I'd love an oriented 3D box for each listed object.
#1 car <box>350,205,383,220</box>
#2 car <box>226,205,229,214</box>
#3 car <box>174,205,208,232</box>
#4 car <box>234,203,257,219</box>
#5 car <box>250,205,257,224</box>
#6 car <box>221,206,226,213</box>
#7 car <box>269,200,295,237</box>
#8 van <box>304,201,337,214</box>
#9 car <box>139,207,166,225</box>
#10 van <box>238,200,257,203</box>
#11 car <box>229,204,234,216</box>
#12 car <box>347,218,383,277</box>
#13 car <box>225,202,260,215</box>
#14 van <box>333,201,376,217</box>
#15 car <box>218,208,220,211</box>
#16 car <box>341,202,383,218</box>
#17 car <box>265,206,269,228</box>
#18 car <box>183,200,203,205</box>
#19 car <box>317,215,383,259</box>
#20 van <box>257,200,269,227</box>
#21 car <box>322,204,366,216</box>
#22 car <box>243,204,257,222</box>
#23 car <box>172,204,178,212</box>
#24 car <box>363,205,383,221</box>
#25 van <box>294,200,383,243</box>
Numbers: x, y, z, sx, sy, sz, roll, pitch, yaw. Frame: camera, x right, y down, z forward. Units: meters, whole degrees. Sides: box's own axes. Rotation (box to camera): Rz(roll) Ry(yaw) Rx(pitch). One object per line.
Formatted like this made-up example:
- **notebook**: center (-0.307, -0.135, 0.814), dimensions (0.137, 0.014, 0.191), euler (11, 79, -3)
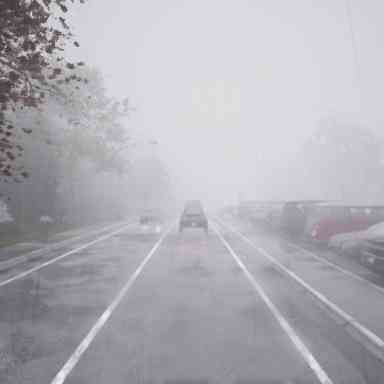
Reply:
- **car**: center (20.169, 2.164, 36.154), dimensions (5.008, 1.535, 2.097), euler (0, -2, 0)
- **car**: center (7.133, 2.343, 41.792), dimensions (4.792, 1.488, 2.163), euler (0, -2, 0)
- **car**: center (0.106, 1.860, 23.033), dimensions (2.128, 1.511, 4.902), euler (0, -1, 0)
- **car**: center (7.095, 2.095, 33.468), dimensions (5.008, 1.535, 2.097), euler (0, -2, 0)
- **car**: center (7.079, 1.916, 25.141), dimensions (4.674, 1.452, 2.002), euler (0, -2, 0)
- **car**: center (7.080, 2.135, 44.576), dimensions (5.566, 2.045, 2.435), euler (0, -2, 0)
- **car**: center (7.091, 1.421, 16.839), dimensions (5.566, 2.045, 2.435), euler (0, -1, 0)
- **van**: center (20.319, 2.399, 52.768), dimensions (4.442, 1.987, 1.878), euler (0, -2, 0)
- **car**: center (-3.338, 2.048, 28.956), dimensions (2.033, 1.411, 5.357), euler (0, -1, 0)
- **van**: center (7.211, 1.942, 36.249), dimensions (4.442, 1.987, 1.878), euler (0, -2, 0)
- **car**: center (7.102, 2.281, 39.018), dimensions (4.674, 1.452, 2.002), euler (0, -2, 0)
- **car**: center (7.043, 1.588, 8.508), dimensions (5.008, 1.535, 2.097), euler (0, -1, 0)
- **car**: center (7.144, 2.336, 47.343), dimensions (4.553, 1.767, 2.185), euler (0, -2, 0)
- **van**: center (20.300, 2.080, 41.573), dimensions (4.442, 1.987, 1.878), euler (0, -1, 0)
- **car**: center (7.128, 2.631, 52.886), dimensions (4.892, 1.521, 2.231), euler (0, -2, 0)
- **car**: center (20.147, 2.108, 38.802), dimensions (4.553, 1.767, 2.185), euler (0, -1, 0)
- **car**: center (7.096, 1.760, 19.585), dimensions (4.792, 1.488, 2.163), euler (0, -1, 0)
- **car**: center (0.127, 2.011, 40.485), dimensions (2.150, 2.045, 5.566), euler (0, -2, 0)
- **car**: center (7.056, 1.656, 11.284), dimensions (4.674, 1.452, 2.002), euler (0, -1, 0)
- **van**: center (6.955, 1.577, 22.373), dimensions (4.442, 1.987, 1.878), euler (0, -1, 0)
- **car**: center (20.181, 2.380, 44.338), dimensions (4.892, 1.521, 2.231), euler (0, -1, 0)
- **car**: center (7.051, 1.978, 27.918), dimensions (4.792, 1.488, 2.163), euler (0, -1, 0)
- **car**: center (-3.192, 3.369, 70.308), dimensions (1.882, 1.535, 5.008), euler (0, -3, 0)
- **car**: center (20.164, 2.088, 33.260), dimensions (5.008, 1.535, 2.097), euler (0, -1, 0)
- **van**: center (6.941, 1.419, 14.063), dimensions (4.442, 1.987, 1.878), euler (0, -1, 0)
